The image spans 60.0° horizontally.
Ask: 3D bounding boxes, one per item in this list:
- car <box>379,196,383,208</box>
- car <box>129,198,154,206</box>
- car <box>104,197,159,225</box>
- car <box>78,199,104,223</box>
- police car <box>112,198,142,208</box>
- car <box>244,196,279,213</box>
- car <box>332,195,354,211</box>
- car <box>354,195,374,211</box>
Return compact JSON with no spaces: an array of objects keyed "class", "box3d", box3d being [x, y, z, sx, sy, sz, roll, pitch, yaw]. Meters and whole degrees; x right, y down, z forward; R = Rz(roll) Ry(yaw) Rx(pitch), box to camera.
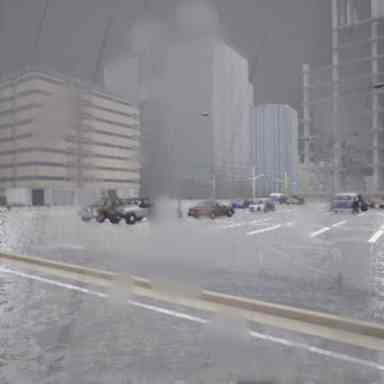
[{"class":"car","box3d":[25.750,1.197,43.546,1.932,1.855,4.605,-1,0,34]},{"class":"car","box3d":[-9.842,1.968,65.199,1.837,1.490,4.892,-1,-1,34]},{"class":"car","box3d":[-4.145,1.332,24.371,1.905,1.878,3.866,-1,0,34]},{"class":"car","box3d":[-6.513,1.358,26.035,1.932,1.855,4.605,-1,0,34]},{"class":"police car","box3d":[-11.076,1.928,57.038,2.038,1.542,4.974,-1,0,34]},{"class":"car","box3d":[7.871,1.549,37.334,1.970,1.475,3.806,-1,0,34]},{"class":"car","box3d":[21.101,1.495,46.625,1.970,1.475,3.806,-1,0,34]},{"class":"car","box3d":[23.499,1.434,45.005,1.784,1.438,3.905,-1,0,34]}]
